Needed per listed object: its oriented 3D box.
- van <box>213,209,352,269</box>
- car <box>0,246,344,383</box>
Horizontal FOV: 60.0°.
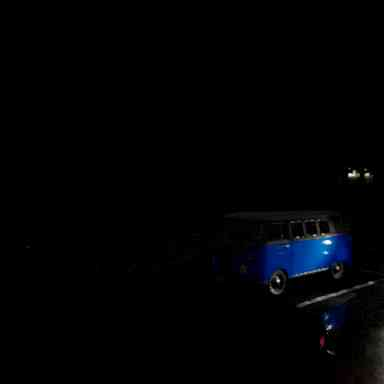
[{"bbox_3d":[2.311,1.354,8.311,3.998,1.788,1.690,0,0,-35],"label":"van"},{"bbox_3d":[-1.050,1.549,2.623,5.357,1.411,2.033,0,0,-36],"label":"car"}]
